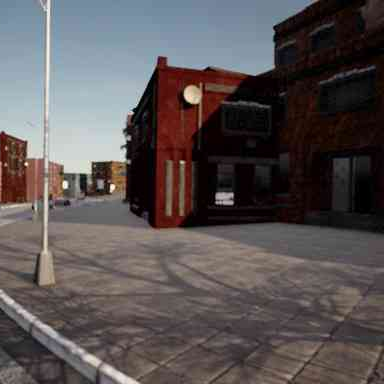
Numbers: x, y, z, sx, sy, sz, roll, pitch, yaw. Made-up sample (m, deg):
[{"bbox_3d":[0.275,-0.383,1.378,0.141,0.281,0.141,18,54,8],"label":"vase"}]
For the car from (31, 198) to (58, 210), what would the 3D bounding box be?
[{"bbox_3d":[-19.102,1.579,42.791,1.994,1.385,4.181,1,0,-9],"label":"car"}]

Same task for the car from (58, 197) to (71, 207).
[{"bbox_3d":[-20.939,1.572,53.733,1.812,1.442,4.674,1,0,-9],"label":"car"}]
